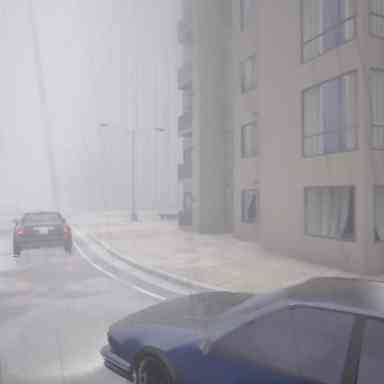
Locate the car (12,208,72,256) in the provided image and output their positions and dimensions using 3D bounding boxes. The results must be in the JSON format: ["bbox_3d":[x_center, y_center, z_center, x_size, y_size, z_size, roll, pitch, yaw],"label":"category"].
[{"bbox_3d":[-6.535,1.533,14.335,2.097,1.767,4.553,0,-1,-28],"label":"car"}]

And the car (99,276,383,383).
[{"bbox_3d":[1.486,1.576,3.044,5.357,1.411,2.033,-1,-1,37],"label":"car"}]
